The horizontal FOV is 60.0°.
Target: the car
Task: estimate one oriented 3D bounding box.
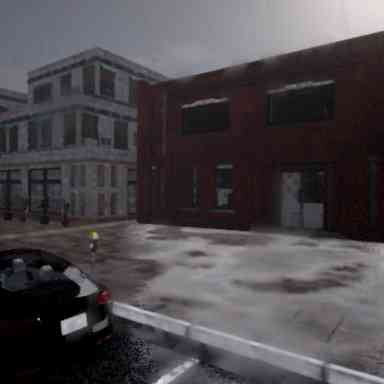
[{"bbox_3d":[-3.048,1.546,5.046,4.313,1.339,1.947,0,1,36],"label":"car"}]
